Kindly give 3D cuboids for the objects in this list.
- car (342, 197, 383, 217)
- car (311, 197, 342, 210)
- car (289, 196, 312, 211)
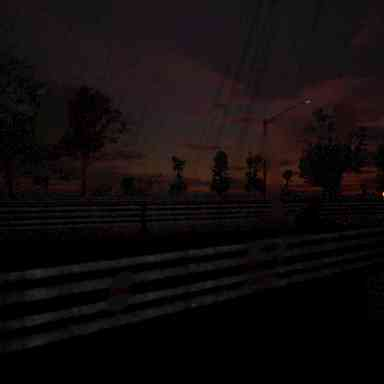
[{"bbox_3d":[15.264,1.229,27.717,4.892,1.490,1.837,0,0,-22],"label":"car"},{"bbox_3d":[13.671,1.291,30.842,4.181,1.385,1.994,0,0,-22],"label":"car"},{"bbox_3d":[12.084,1.231,33.977,4.892,1.490,1.837,0,0,-23],"label":"car"}]
